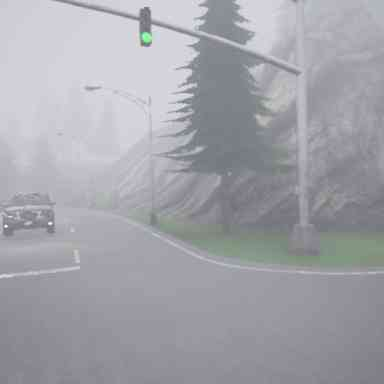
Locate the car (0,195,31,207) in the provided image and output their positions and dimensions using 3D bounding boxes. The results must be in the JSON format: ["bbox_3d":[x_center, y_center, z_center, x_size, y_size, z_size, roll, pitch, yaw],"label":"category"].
[{"bbox_3d":[-24.036,1.143,44.907,4.902,1.511,2.128,0,1,39],"label":"car"}]

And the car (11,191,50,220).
[{"bbox_3d":[-13.222,0.977,27.001,2.150,2.045,5.566,-2,1,-32],"label":"car"}]

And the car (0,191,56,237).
[{"bbox_3d":[-8.563,1.053,17.768,2.150,2.045,5.566,-2,1,-23],"label":"car"}]
